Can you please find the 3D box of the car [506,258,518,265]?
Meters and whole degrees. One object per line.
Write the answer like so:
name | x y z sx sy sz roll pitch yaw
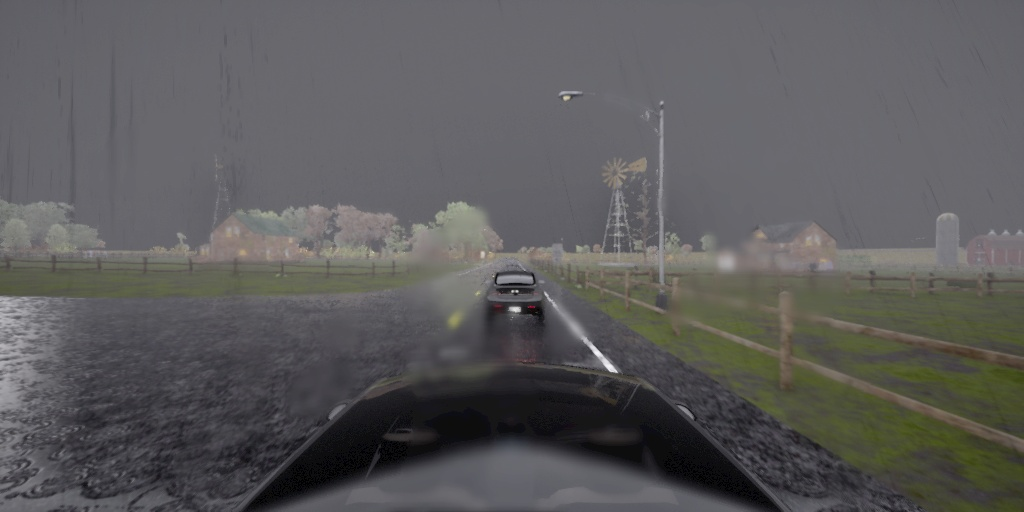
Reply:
car | -0.008 1.190 59.787 2.033 1.411 5.357 0 0 0

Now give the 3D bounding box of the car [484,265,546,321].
car | 0.095 1.236 12.371 1.837 1.490 4.892 0 0 0
